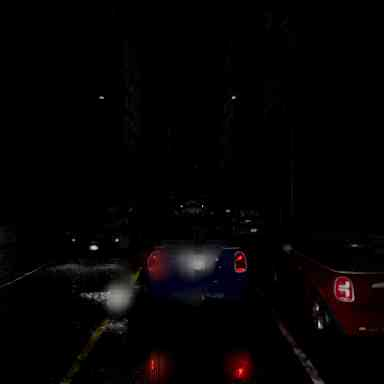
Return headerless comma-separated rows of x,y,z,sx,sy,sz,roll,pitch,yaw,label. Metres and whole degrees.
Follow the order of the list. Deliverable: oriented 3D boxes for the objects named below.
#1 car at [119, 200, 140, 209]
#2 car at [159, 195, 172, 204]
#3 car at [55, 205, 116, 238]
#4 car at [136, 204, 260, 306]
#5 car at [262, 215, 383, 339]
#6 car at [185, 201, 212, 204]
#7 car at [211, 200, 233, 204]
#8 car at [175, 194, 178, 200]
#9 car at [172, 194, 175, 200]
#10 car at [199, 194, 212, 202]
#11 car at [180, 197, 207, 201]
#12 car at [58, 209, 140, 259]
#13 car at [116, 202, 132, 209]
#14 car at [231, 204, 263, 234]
-5.652,1.432,28.598,1.967,1.590,4.097,0,0,0,car
-5.591,1.600,65.701,1.802,1.307,4.206,0,0,0,car
-5.659,1.560,17.595,1.947,1.339,4.313,0,0,0,car
0.105,1.349,8.157,2.097,1.767,4.553,0,0,0,car
2.858,1.437,6.587,1.967,1.590,4.097,0,0,0,car
0.107,1.472,17.437,1.882,1.535,5.008,0,0,0,car
2.874,1.558,28.592,1.947,1.339,4.313,0,0,0,car
-5.523,1.602,92.574,1.752,1.417,4.829,0,0,0,car
-5.563,1.586,76.518,2.008,1.369,4.403,0,0,0,car
2.934,1.458,65.682,1.967,1.590,4.097,0,0,0,car
0.019,1.449,27.459,1.801,1.575,5.366,0,0,0,car
-3.087,1.559,12.435,1.994,1.385,4.181,0,0,0,car
-5.656,1.575,23.097,1.802,1.307,4.206,0,0,0,car
2.866,1.545,17.589,2.008,1.369,4.403,0,0,0,car
